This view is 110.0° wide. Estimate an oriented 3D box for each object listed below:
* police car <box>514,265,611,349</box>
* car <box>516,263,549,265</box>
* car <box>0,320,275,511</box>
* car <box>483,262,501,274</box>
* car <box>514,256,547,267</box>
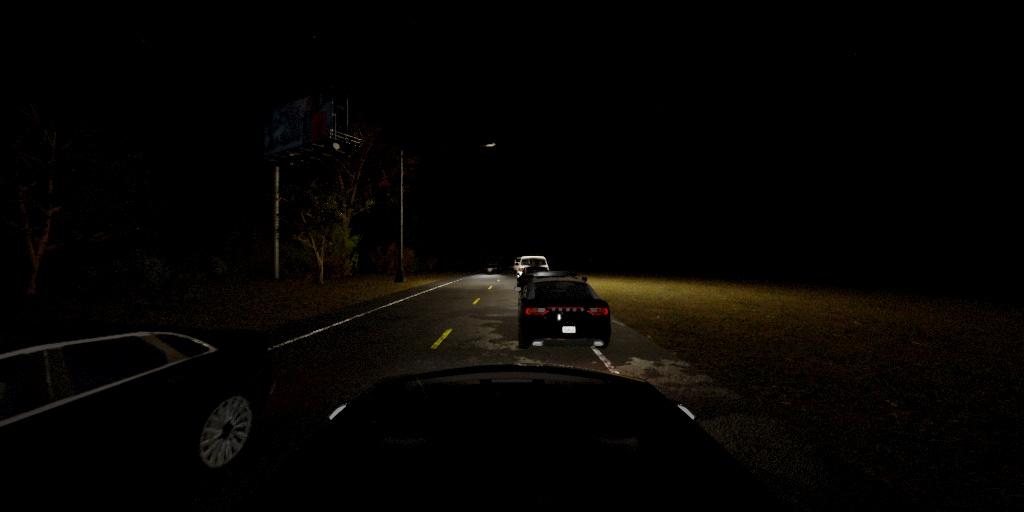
[{"bbox_3d":[1.100,1.185,9.316,1.930,1.638,5.238,0,0,1],"label":"police car"},{"bbox_3d":[1.276,1.296,19.172,1.837,1.490,4.892,0,0,1],"label":"car"},{"bbox_3d":[-3.580,1.241,1.985,2.128,1.511,4.902,0,0,0],"label":"car"},{"bbox_3d":[-2.387,1.450,43.682,2.128,1.511,4.902,0,-1,3],"label":"car"},{"bbox_3d":[1.445,1.044,25.181,2.150,2.045,5.566,0,0,2],"label":"car"}]
